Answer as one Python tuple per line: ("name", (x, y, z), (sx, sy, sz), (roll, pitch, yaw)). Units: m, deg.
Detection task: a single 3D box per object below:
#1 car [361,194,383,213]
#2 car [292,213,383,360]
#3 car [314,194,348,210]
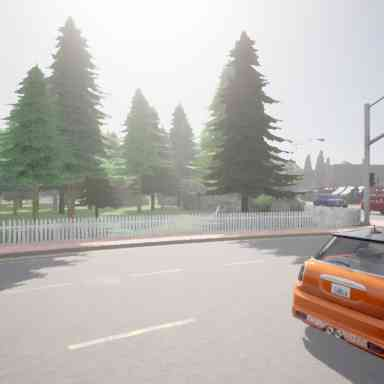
("car", (19.339, 1.277, 33.199), (2.150, 2.045, 5.566), (0, 0, -8))
("car", (3.926, 1.352, 5.437), (4.553, 1.767, 2.097), (0, 0, -26))
("car", (17.968, 1.277, 43.464), (2.150, 2.045, 5.566), (0, 0, -8))
